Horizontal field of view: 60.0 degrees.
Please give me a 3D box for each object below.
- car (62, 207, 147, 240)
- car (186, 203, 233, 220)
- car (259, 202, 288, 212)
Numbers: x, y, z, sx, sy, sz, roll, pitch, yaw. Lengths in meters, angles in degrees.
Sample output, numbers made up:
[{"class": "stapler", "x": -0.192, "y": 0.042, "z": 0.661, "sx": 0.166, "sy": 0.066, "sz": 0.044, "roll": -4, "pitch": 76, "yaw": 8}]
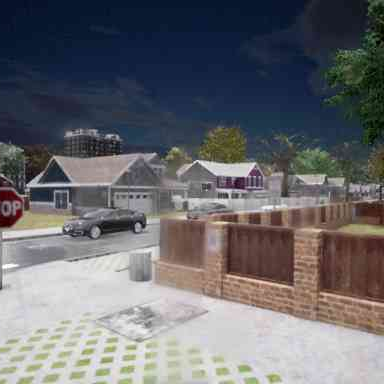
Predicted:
[{"class": "car", "x": -4.528, "y": 1.583, "z": 17.837, "sx": 1.837, "sy": 1.490, "sz": 4.892, "roll": 0, "pitch": 0, "yaw": 36}, {"class": "car", "x": 1.460, "y": 1.644, "z": 26.081, "sx": 1.837, "sy": 1.490, "sz": 4.892, "roll": 0, "pitch": 0, "yaw": 36}, {"class": "car", "x": 8.973, "y": 1.748, "z": 36.405, "sx": 1.812, "sy": 1.442, "sz": 4.674, "roll": 0, "pitch": 0, "yaw": 36}]
